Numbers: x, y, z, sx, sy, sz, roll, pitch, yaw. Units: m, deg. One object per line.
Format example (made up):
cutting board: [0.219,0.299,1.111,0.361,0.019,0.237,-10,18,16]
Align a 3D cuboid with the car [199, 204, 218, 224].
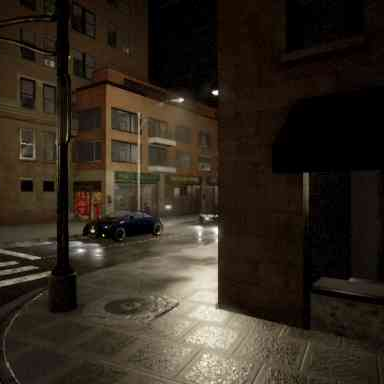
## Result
car: [2.368,1.580,24.704,1.812,1.442,4.674,0,0,35]

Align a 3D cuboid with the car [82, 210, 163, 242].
car: [-3.345,1.595,16.696,1.994,1.385,4.181,0,0,35]
